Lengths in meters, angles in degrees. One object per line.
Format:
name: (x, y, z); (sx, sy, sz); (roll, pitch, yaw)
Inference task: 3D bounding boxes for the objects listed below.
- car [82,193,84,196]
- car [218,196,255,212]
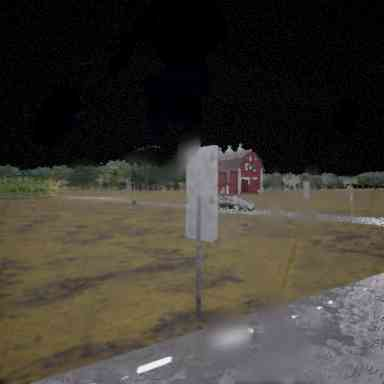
car: (-22.983, 0.351, 70.671); (1.994, 1.385, 4.181); (1, 0, -36)
car: (4.044, 1.190, 32.861); (1.837, 1.490, 4.892); (1, 0, -36)
